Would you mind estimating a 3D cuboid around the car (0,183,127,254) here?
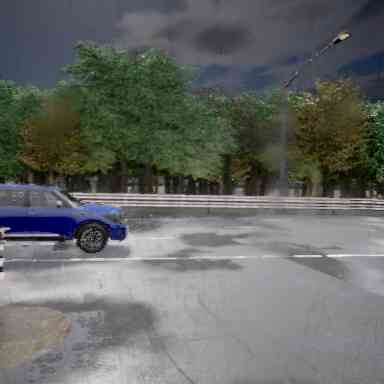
[{"bbox_3d":[-4.889,0.773,10.661,5.566,2.045,2.150,1,1,-11],"label":"car"}]
